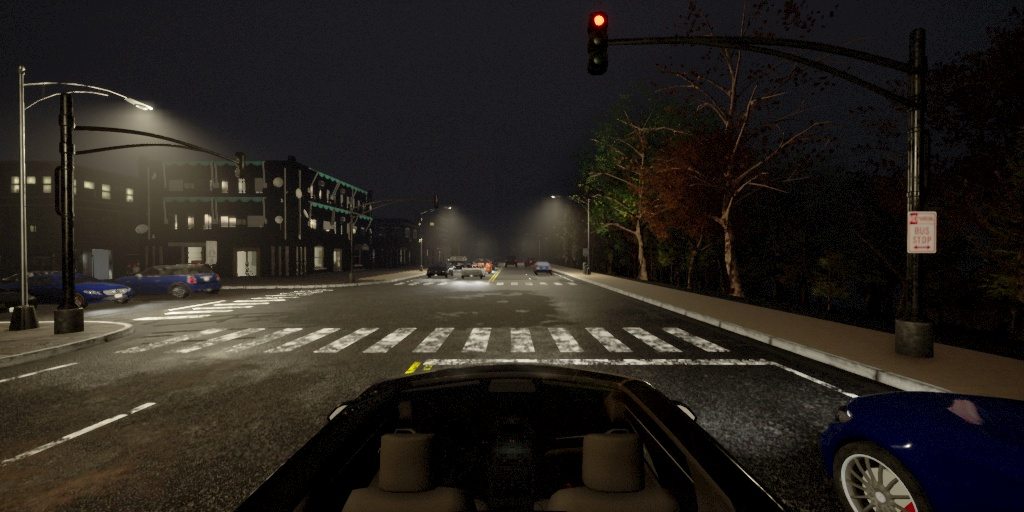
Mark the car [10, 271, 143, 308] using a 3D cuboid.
[{"bbox_3d":[-19.358,1.490,15.561,4.674,1.442,1.812,-1,1,1],"label":"car"}]

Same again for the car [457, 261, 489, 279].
[{"bbox_3d":[-3.405,1.341,32.289,1.895,1.301,4.718,0,0,0],"label":"car"}]

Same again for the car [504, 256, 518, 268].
[{"bbox_3d":[-0.127,0.948,62.936,2.150,2.045,5.566,0,0,0],"label":"car"}]

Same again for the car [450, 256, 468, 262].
[{"bbox_3d":[-6.671,0.957,44.376,2.150,2.045,5.566,0,0,0],"label":"car"}]

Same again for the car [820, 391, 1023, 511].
[{"bbox_3d":[3.358,1.276,0.895,1.812,1.442,4.674,0,0,1],"label":"car"}]

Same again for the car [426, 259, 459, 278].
[{"bbox_3d":[-6.656,1.287,34.008,2.033,1.411,5.357,0,0,0],"label":"car"}]

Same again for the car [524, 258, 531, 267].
[{"bbox_3d":[3.224,1.078,63.480,2.097,1.767,4.553,0,0,0],"label":"car"}]

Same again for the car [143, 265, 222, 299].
[{"bbox_3d":[-18.012,1.270,18.700,4.553,1.767,2.097,-1,1,1],"label":"car"}]

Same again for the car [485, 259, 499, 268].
[{"bbox_3d":[-3.423,1.218,62.469,2.128,1.511,4.902,0,0,0],"label":"car"}]

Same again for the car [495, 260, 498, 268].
[{"bbox_3d":[-3.432,1.223,51.293,2.128,1.511,4.902,0,0,0],"label":"car"}]

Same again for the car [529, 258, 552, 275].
[{"bbox_3d":[3.273,1.285,39.233,2.033,1.411,5.357,0,0,0],"label":"car"}]

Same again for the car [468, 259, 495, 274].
[{"bbox_3d":[-3.419,1.088,41.261,2.097,1.767,4.553,0,0,0],"label":"car"}]

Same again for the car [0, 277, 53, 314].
[{"bbox_3d":[-19.969,1.565,12.862,4.313,1.339,1.948,0,0,0],"label":"car"}]
